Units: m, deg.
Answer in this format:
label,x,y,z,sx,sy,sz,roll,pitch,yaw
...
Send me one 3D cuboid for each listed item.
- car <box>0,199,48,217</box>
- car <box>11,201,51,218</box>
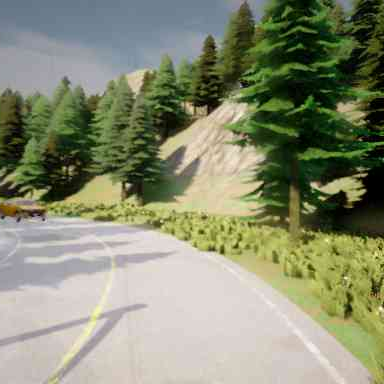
label,x,y,z,sx,sy,sz,roll,pitch,yaw
car,-12.280,1.206,24.076,5.008,1.535,1.882,0,-1,44
car,-15.590,1.636,32.106,4.674,1.442,1.812,0,-1,42
